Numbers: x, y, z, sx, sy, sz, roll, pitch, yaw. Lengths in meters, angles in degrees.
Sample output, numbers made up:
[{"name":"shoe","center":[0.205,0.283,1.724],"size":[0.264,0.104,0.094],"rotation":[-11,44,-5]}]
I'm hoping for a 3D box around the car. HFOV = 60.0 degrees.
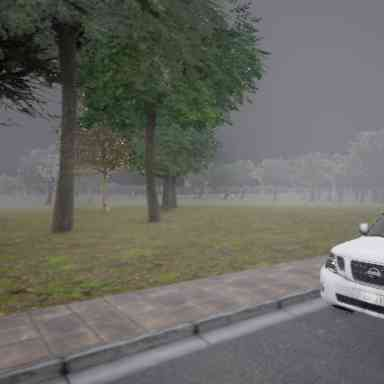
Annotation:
[{"name":"car","center":[4.921,1.234,6.580],"size":[5.566,2.045,2.150],"rotation":[0,0,-35]}]
